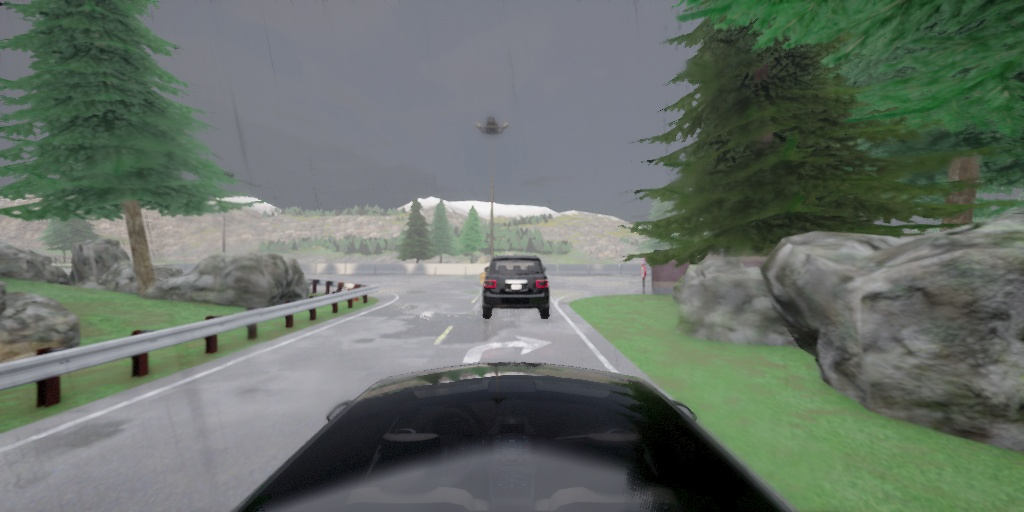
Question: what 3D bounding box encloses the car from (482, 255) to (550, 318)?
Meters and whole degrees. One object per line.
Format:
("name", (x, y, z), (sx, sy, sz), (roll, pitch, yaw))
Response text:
("car", (0.133, 0.992, 13.214), (2.150, 2.045, 5.566), (0, 0, 0))
